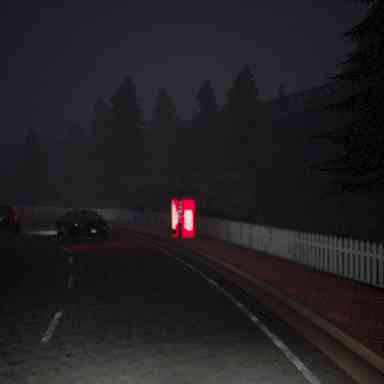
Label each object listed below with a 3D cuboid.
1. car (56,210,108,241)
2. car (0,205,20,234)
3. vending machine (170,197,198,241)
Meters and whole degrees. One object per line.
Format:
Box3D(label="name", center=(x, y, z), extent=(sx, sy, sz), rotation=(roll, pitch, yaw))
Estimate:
Box3D(label="car", center=(-5.880, 1.679, 17.690), extent=(1.812, 1.442, 4.674), rotation=(0, -1, -32))
Box3D(label="car", center=(-11.862, 1.538, 19.808), extent=(2.097, 1.767, 4.553), rotation=(0, 0, -41))
Box3D(label="vending machine", center=(-0.418, 1.327, 16.768), extent=(1.100, 2.100, 0.880), rotation=(0, 0, -28))
